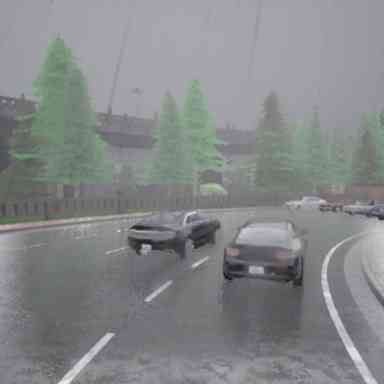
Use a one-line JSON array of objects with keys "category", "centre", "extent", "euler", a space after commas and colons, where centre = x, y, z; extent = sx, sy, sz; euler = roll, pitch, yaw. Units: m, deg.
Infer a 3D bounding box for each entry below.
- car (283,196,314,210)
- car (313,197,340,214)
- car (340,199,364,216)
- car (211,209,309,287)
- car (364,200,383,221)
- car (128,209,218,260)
[{"category": "car", "centre": [11.250, 1.168, 32.886], "extent": [4.674, 1.442, 1.812], "euler": [0, 0, -23]}, {"category": "car", "centre": [13.859, 1.274, 30.346], "extent": [4.718, 1.301, 1.895], "euler": [0, 1, -21]}, {"category": "car", "centre": [14.553, 1.315, 26.706], "extent": [4.718, 1.301, 1.895], "euler": [0, 1, -24]}, {"category": "car", "centre": [2.119, 1.425, 9.057], "extent": [1.812, 1.442, 4.674], "euler": [0, 1, 20]}, {"category": "car", "centre": [14.876, 1.301, 23.151], "extent": [5.357, 1.411, 2.033], "euler": [0, 1, -25]}, {"category": "car", "centre": [-0.379, 1.357, 11.959], "extent": [2.128, 1.511, 4.902], "euler": [0, 1, 23]}]
